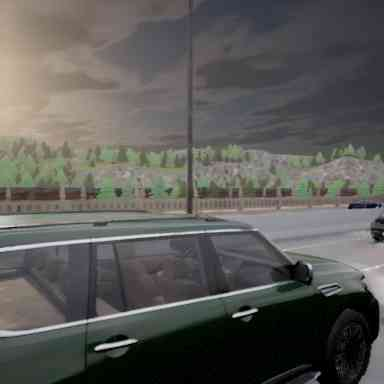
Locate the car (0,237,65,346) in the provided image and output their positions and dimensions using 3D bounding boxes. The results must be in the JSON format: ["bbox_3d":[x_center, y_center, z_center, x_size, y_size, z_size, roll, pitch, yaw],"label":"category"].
[{"bbox_3d":[-4.535,1.600,4.810,4.718,1.301,1.895,0,0,-35],"label":"car"}]

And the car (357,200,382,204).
[{"bbox_3d":[21.045,1.601,40.446,4.718,1.301,1.895,0,0,-35],"label":"car"}]

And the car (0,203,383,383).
[{"bbox_3d":[-0.243,1.221,3.574,5.566,2.045,2.150,0,0,-36],"label":"car"}]
